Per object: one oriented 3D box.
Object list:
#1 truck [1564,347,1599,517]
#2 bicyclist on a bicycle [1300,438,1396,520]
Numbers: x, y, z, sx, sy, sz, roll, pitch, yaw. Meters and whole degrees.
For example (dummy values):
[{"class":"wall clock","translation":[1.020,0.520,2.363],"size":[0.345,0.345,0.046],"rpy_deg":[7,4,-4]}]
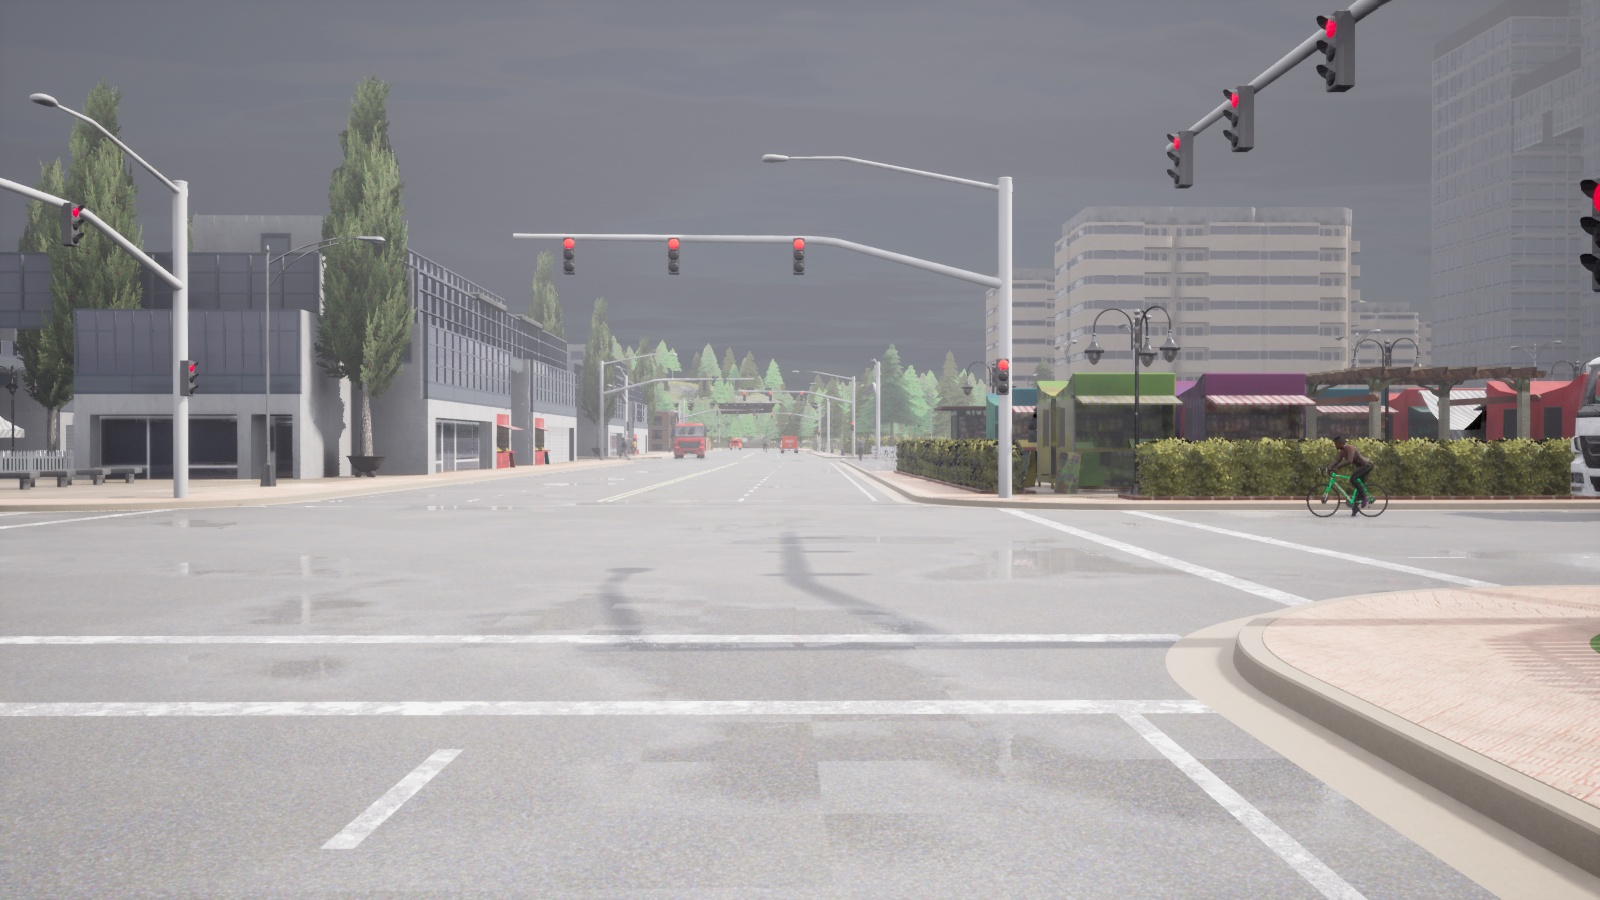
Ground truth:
[{"class":"truck","translation":[20.193,-0.362,25.251],"size":[7.936,3.462,2.891],"rpy_deg":[0,0,-1]},{"class":"bicyclist on a bicycle","translation":[10.932,0.567,25.075],"size":[1.656,1.620,0.582],"rpy_deg":[0,0,-1]}]
